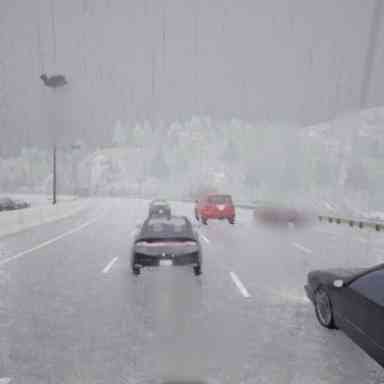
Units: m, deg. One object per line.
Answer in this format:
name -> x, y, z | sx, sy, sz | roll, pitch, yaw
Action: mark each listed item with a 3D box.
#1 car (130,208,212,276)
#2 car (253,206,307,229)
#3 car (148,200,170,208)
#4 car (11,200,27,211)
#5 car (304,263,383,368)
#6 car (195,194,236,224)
car -> -0.743, 1.460, 10.281 | 2.128, 1.511, 4.902 | 0, 0, -3
car -> 5.368, 1.517, 20.966 | 1.895, 1.301, 4.718 | 0, 0, -6
car -> -2.914, 1.437, 29.605 | 1.812, 1.442, 4.674 | 0, 0, -9
car -> -18.159, 1.540, 34.161 | 1.895, 1.301, 4.718 | 0, 0, -12
car -> 3.072, 1.526, 3.807 | 2.033, 1.411, 5.357 | 0, 0, -2
car -> 1.527, 1.139, 23.681 | 2.150, 2.045, 5.566 | 0, 0, -7
